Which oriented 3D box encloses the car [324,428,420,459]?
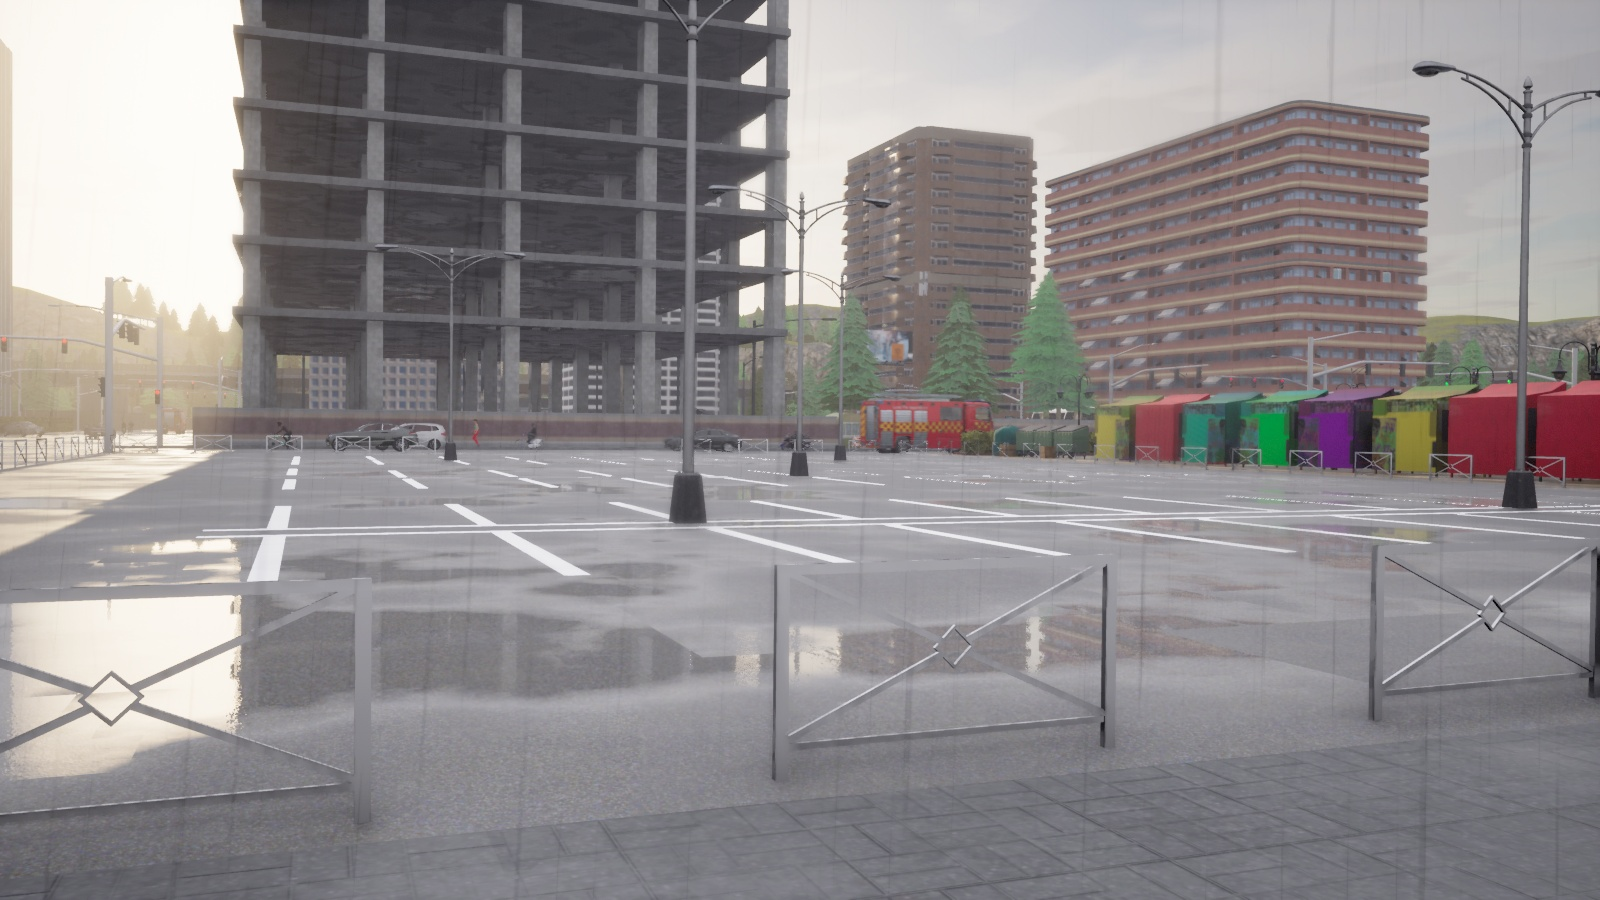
[{"bbox_3d":[-24.227,-0.374,71.120,5.027,1.651,2.152,-1,1,-22],"label":"car"}]

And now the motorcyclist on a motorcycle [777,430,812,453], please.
[{"bbox_3d":[-0.366,-0.592,84.431,2.191,1.530,0.866,-1,1,-22],"label":"motorcyclist on a motorcycle"}]

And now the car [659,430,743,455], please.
[{"bbox_3d":[-6.171,-0.460,78.342,4.892,1.490,1.837,-1,1,-22],"label":"car"}]

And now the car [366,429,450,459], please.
[{"bbox_3d":[-23.501,-0.382,75.183,4.611,1.667,2.242,-1,1,-22],"label":"car"}]

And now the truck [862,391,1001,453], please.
[{"bbox_3d":[8.440,-1.822,80.399,8.468,3.827,2.891,-1,1,-22],"label":"truck"}]
